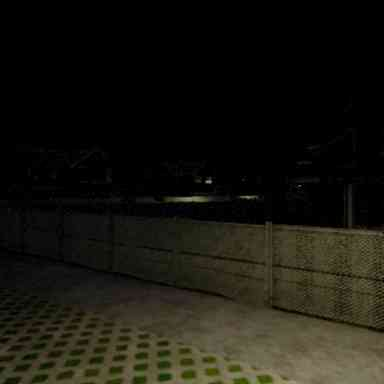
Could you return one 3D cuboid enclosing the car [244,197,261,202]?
[{"bbox_3d":[8.997,1.500,50.437,1.994,1.385,4.181,0,0,36],"label":"car"}]
